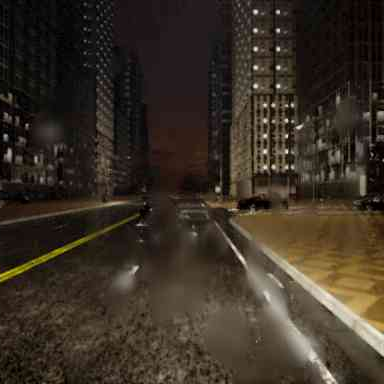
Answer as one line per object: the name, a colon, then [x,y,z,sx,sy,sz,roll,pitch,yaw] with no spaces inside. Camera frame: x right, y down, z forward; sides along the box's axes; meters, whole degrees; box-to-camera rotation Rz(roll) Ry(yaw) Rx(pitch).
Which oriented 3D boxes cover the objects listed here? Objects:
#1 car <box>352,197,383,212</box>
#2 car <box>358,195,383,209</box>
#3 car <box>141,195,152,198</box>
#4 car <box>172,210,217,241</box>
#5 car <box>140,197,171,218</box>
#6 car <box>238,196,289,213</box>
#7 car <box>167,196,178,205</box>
car: [16.690,1.110,29.745,4.403,1.369,2.008,-1,0,-1]
car: [21.972,1.121,38.193,4.829,1.417,1.752,-1,0,-1]
car: [-9.733,1.194,71.143,1.895,1.301,4.718,0,0,0]
car: [0.098,1.509,16.014,1.895,1.301,4.718,0,0,0]
car: [-3.144,1.397,28.003,1.994,1.385,4.181,0,1,0]
car: [6.956,1.156,32.452,5.008,1.535,1.882,-1,-3,-13]
car: [-3.133,1.259,50.641,2.033,1.411,5.357,0,0,0]
